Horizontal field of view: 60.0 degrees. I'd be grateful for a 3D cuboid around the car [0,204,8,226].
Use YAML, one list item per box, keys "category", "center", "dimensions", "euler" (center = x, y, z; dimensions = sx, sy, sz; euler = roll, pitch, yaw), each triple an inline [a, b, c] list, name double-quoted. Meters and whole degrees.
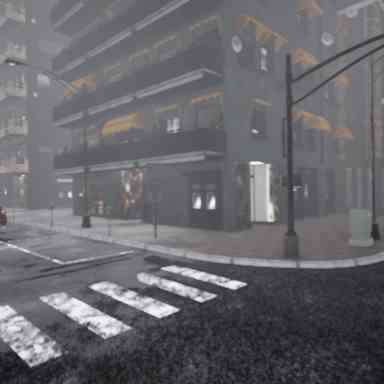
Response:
- category: "car"
  center: [-12.689, 1.185, 20.032]
  dimensions: [4.097, 1.590, 1.967]
  euler: [0, 1, 44]
